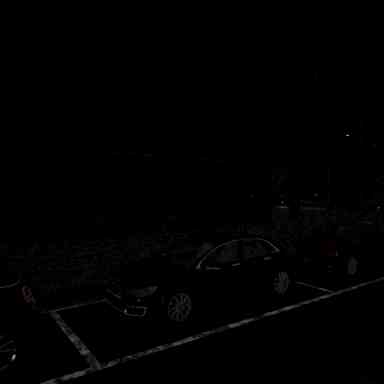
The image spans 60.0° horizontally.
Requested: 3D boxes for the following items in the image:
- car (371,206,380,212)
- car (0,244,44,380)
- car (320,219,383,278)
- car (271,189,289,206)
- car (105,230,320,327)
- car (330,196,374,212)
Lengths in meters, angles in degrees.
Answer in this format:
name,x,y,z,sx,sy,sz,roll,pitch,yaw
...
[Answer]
name,x,y,z,sx,sy,sz,roll,pitch,yaw
car,9.293,1.441,13.292,4.097,1.590,1.967,0,0,-36
car,-4.029,1.440,3.776,4.097,1.590,1.967,0,0,-36
car,4.852,1.545,10.120,4.507,1.381,1.887,0,0,-36
car,9.891,0.698,41.527,2.150,2.045,5.566,0,1,-35
car,0.412,1.551,6.948,4.403,1.369,2.008,0,0,-36
car,15.992,1.172,33.015,2.128,1.511,4.902,0,1,-36
